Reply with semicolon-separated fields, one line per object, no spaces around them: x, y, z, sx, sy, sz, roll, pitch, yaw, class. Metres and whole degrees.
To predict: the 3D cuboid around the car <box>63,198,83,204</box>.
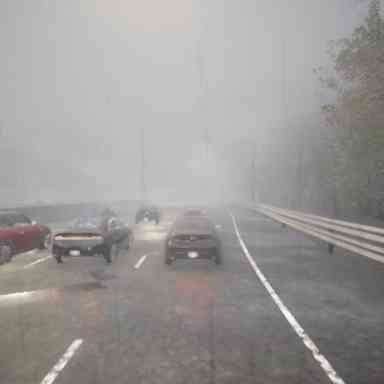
-21.007;2.029;60.095;2.097;1.767;4.553;0;-1;1;car

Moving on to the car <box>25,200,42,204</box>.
-28.002;2.147;59.474;1.882;1.535;5.008;0;-1;1;car

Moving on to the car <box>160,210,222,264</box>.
0.050;1.638;12.338;1.837;1.490;4.892;0;0;0;car

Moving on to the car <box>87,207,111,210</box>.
-6.964;1.819;25.188;2.033;1.411;5.357;0;-1;0;car

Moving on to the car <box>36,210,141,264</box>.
-3.451;1.623;12.304;2.128;1.511;4.902;0;-1;1;car

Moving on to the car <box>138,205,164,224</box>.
-3.447;1.801;27.340;1.837;1.490;4.892;0;0;0;car

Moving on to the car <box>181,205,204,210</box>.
0.059;1.829;28.076;1.812;1.442;4.674;0;0;0;car

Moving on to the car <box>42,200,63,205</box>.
-24.503;2.177;59.929;1.837;1.490;4.892;0;0;1;car

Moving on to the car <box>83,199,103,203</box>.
-17.512;2.031;60.268;2.097;1.767;4.553;0;-1;1;car

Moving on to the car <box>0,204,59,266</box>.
-6.951;1.482;12.214;2.097;1.767;4.553;0;-1;0;car
